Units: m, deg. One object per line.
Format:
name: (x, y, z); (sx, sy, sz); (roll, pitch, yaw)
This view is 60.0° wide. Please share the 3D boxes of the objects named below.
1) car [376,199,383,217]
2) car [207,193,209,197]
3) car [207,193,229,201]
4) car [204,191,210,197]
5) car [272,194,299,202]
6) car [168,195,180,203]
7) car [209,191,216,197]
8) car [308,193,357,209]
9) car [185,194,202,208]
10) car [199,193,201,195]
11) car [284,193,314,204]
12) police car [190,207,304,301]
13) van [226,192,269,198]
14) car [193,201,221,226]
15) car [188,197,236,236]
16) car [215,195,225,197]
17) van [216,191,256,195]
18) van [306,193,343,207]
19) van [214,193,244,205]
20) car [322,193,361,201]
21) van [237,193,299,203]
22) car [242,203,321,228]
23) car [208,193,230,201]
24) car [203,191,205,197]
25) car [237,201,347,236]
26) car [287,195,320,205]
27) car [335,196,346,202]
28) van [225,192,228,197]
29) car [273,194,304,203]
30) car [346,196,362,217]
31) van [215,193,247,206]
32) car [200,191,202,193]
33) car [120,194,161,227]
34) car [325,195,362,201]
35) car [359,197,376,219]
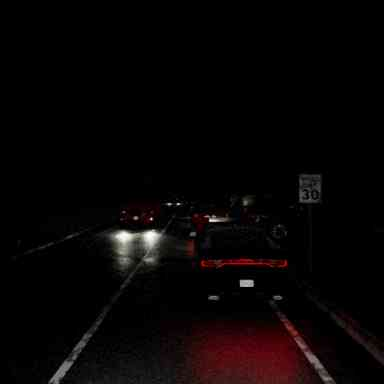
car: (18.787, 1.461, 28.096); (4.892, 1.521, 2.231); (0, 0, 0)
car: (5.660, 1.279, 60.965); (4.674, 1.452, 2.002); (0, 1, 0)
car: (5.613, 1.013, 72.177); (4.553, 1.767, 2.185); (0, 1, 0)
car: (5.629, 0.962, 63.766); (5.566, 2.045, 2.435); (0, 1, 0)
car: (18.738, 1.187, 66.963); (4.892, 1.521, 2.231); (0, 1, 0)
car: (-3.262, 1.241, 60.436); (1.882, 1.535, 5.008); (0, 0, 0)
car: (5.656, 1.112, 46.946); (5.566, 2.045, 2.435); (0, 1, 0)
car: (18.796, 1.133, 44.756); (5.566, 2.045, 2.435); (0, 1, 0)
car: (0.007, 1.420, 45.089); (2.033, 1.411, 5.357); (0, 0, 1)
car: (-0.011, 1.273, 58.234); (2.128, 1.511, 4.902); (0, 0, 0)
car: (18.777, 1.135, 58.636); (4.553, 1.767, 2.185); (0, 1, 0)
police car: (0.973, 1.420, 8.504); (1.930, 1.638, 5.238); (0, 0, 0)
van: (5.594, 1.229, 30.124); (4.442, 1.987, 1.878); (0, 0, 0)
car: (0.970, 1.471, 24.415); (1.837, 1.490, 4.892); (0, 0, 0)
car: (0.971, 1.332, 18.377); (2.097, 1.767, 4.553); (0, 0, 0)
car: (5.699, 1.408, 41.340); (4.892, 1.521, 2.231); (0, 0, 0)
van: (5.805, 1.162, 44.146); (4.442, 1.987, 1.878); (0, 0, 0)
van: (18.880, 1.134, 47.532); (4.442, 1.987, 1.878); (0, 1, 0)
van: (5.792, 1.088, 52.554); (4.442, 1.987, 1.878); (0, 1, 0)
car: (18.743, 1.152, 41.979); (5.566, 2.045, 2.435); (0, 0, 0)
van: (5.836, 1.236, 24.513); (4.442, 1.987, 1.878); (0, 0, 0)
car: (5.726, 1.505, 21.710); (4.674, 1.452, 2.002); (0, 0, 0)
car: (5.618, 1.038, 69.373); (4.553, 1.767, 2.185); (0, 1, 0)
car: (5.625, 0.937, 66.569); (5.566, 2.045, 2.435); (0, 1, 0)
car: (5.543, 1.465, 18.907); (5.366, 1.575, 1.946); (0, 0, 0)
car: (18.721, 1.315, 55.860); (4.792, 1.488, 2.163); (0, 1, 0)
car: (18.751, 1.468, 36.423); (4.792, 1.488, 2.163); (0, 0, 0)
van: (5.823, 1.221, 32.925); (4.442, 1.987, 1.878); (0, 0, 0)
car: (18.552, 1.208, 64.186); (5.366, 1.575, 1.946); (0, 0, 0)
car: (18.969, 1.443, 33.651); (5.366, 1.575, 1.946); (0, 0, 0)
van: (5.797, 1.113, 49.750); (4.442, 1.987, 1.878); (0, 1, 0)
car: (5.795, 0.936, 94.603); (5.366, 1.575, 1.946); (0, 1, 0)
car: (-3.354, 1.191, 22.618); (2.150, 2.045, 5.566); (0, 0, 0)
car: (18.805, 1.451, 39.206); (4.792, 1.488, 2.163); (0, 0, 0)
car: (18.784, 1.454, 30.874); (5.008, 1.535, 2.097); (0, 0, 0)
